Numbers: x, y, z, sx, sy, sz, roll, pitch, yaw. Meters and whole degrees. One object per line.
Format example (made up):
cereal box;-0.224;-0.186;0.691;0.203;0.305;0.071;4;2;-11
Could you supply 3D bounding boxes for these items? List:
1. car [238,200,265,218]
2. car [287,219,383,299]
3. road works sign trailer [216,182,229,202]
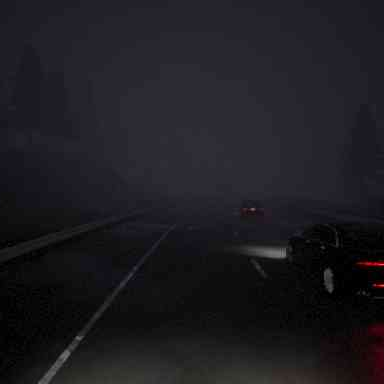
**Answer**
car;4.803;1.323;27.269;2.033;1.411;5.357;0;1;5
car;3.759;1.438;8.212;1.837;1.490;4.892;0;0;1
road works sign trailer;5.807;-0.048;61.927;2.380;3.560;2.880;0;0;11
